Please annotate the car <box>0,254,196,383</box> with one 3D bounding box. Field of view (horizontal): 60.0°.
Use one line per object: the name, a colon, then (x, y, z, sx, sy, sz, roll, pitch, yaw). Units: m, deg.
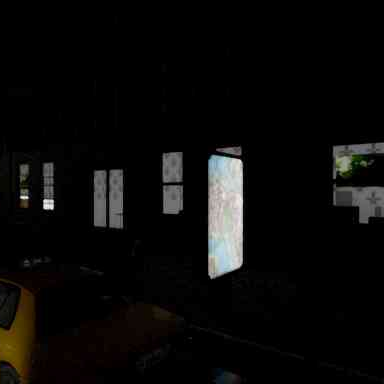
car: (-2.236, 1.525, 4.469, 4.829, 1.417, 1.752, 0, 0, 36)
